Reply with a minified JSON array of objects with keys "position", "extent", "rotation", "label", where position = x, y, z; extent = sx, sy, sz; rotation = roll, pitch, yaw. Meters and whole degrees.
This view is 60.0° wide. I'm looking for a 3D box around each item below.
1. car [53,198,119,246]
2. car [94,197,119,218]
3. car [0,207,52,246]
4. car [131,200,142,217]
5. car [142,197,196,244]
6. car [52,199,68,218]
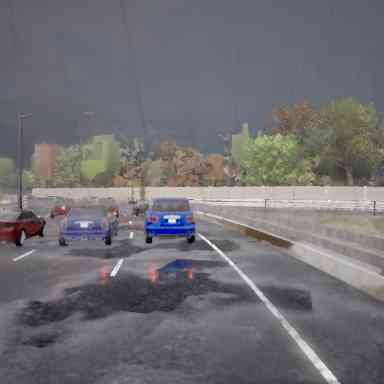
[{"position":[-4.639,1.364,15.487],"extent":[2.097,1.767,4.553],"rotation":[0,0,-8],"label":"car"},{"position":[-7.993,1.364,30.859],"extent":[2.097,1.767,4.553],"rotation":[0,0,-16],"label":"car"},{"position":[-8.107,1.483,15.015],"extent":[1.882,1.535,5.008],"rotation":[0,0,-8],"label":"car"},{"position":[-4.644,1.515,31.876],"extent":[1.837,1.490,4.892],"rotation":[0,0,-16],"label":"car"},{"position":[-1.184,1.256,16.048],"extent":[2.150,2.045,5.566],"rotation":[0,0,-8],"label":"car"},{"position":[-11.351,1.364,29.871],"extent":[2.097,1.767,4.553],"rotation":[0,0,-16],"label":"car"}]
